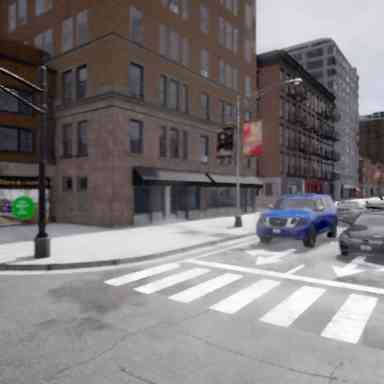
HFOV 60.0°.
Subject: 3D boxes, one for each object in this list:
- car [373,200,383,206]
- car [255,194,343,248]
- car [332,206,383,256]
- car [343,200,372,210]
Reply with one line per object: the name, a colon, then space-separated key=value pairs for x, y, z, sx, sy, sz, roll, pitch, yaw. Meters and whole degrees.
car: x=12.211 y=1.232 z=19.333 sx=2.097 sy=1.767 sz=4.553 roll=0 pitch=0 yaw=37
car: x=4.879 y=1.134 z=14.934 sx=2.150 sy=2.045 sz=5.566 roll=0 pitch=0 yaw=37
car: x=6.804 y=1.450 z=12.078 sx=1.812 sy=1.442 sz=4.674 roll=0 pitch=0 yaw=39
car: x=10.690 y=1.390 z=22.737 sx=1.812 sy=1.442 sz=4.674 roll=0 pitch=0 yaw=37
